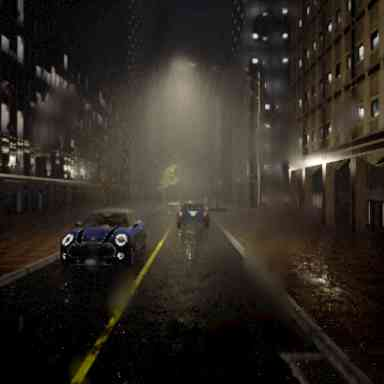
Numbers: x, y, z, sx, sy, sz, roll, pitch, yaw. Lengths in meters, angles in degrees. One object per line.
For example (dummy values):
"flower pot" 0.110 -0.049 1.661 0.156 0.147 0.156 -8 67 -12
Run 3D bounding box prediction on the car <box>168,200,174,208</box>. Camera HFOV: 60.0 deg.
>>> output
"car" -2.837 1.938 54.624 1.895 1.301 4.718 0 0 0

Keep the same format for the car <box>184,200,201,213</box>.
"car" 0.036 1.743 40.916 2.033 1.411 5.357 0 0 0

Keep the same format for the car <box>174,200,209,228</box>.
"car" 0.062 1.454 23.313 2.097 1.767 4.553 0 0 0

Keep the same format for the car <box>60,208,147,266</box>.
"car" -2.870 1.403 11.658 2.097 1.767 4.553 0 0 0
